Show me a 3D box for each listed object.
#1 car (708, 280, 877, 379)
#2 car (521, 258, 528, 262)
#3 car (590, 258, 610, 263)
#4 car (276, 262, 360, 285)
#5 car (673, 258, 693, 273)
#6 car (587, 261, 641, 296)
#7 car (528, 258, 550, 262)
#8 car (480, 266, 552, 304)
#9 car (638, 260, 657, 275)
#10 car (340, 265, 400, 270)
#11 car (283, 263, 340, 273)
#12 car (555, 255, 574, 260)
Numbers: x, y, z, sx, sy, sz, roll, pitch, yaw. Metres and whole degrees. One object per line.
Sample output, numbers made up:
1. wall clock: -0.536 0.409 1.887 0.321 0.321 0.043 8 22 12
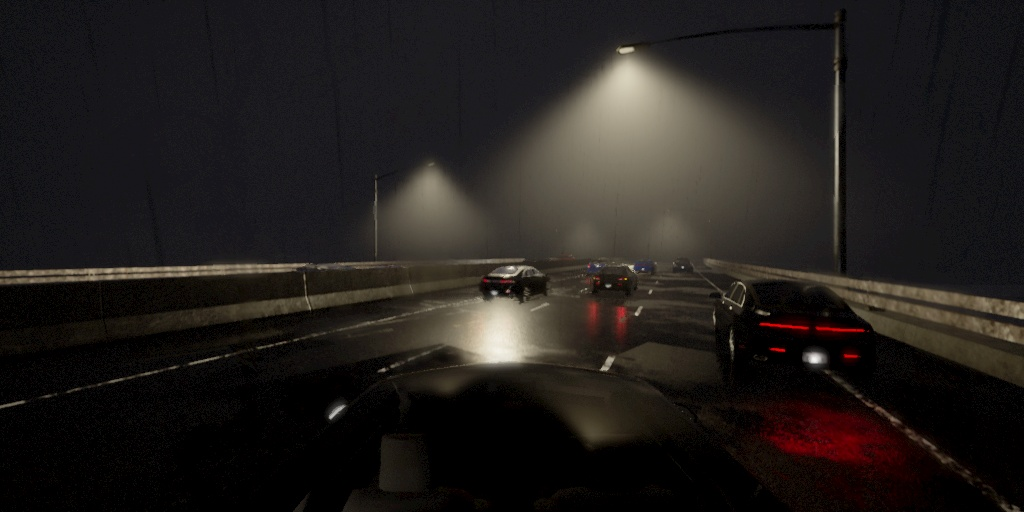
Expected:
1. car: 5.401 1.233 7.445 1.837 1.490 4.892 0 0 24
2. car: 3.164 1.061 64.095 1.837 1.490 4.892 0 0 26
3. car: 8.567 0.983 34.110 2.097 1.767 4.553 0 0 25
4. car: -14.248 1.207 26.744 2.033 1.411 5.357 0 0 24
5. car: 18.965 1.177 39.857 1.994 1.385 4.181 0 0 25
6. car: 5.494 1.209 18.959 1.812 1.442 4.674 0 0 24
7. car: 4.951 1.070 59.752 1.837 1.490 4.892 0 0 26
8. car: 0.330 1.187 16.009 2.128 1.511 4.902 0 0 24
9. car: 13.745 1.100 36.955 1.882 1.535 5.008 0 0 25
10. car: -8.310 1.236 22.871 1.994 1.385 4.181 0 0 24
11. car: -12.539 1.277 22.006 1.895 1.301 4.718 0 0 24
12. car: 8.843 0.788 59.780 2.150 2.045 5.566 0 0 26
